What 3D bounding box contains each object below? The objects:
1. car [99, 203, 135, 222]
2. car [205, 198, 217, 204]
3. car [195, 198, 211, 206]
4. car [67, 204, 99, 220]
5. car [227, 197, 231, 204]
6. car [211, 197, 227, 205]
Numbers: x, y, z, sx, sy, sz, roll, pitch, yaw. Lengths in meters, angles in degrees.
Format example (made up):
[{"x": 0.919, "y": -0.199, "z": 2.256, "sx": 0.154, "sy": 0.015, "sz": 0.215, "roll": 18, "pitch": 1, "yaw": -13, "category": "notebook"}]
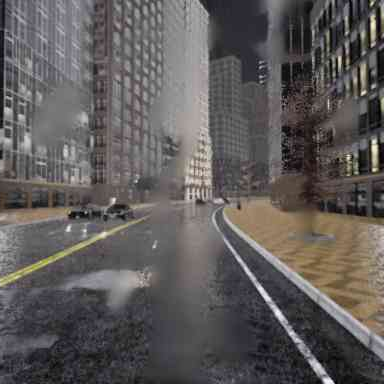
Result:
[{"x": -6.249, "y": 1.716, "z": 28.932, "sx": 1.812, "sy": 1.442, "sz": 4.674, "roll": 0, "pitch": -1, "yaw": 3, "category": "car"}, {"x": 4.338, "y": 1.964, "z": 76.023, "sx": 1.895, "sy": 1.301, "sz": 4.718, "roll": 0, "pitch": 0, "yaw": 15, "category": "car"}, {"x": 1.908, "y": 1.890, "z": 65.967, "sx": 1.837, "sy": 1.490, "sz": 4.892, "roll": 0, "pitch": 0, "yaw": 13, "category": "car"}, {"x": -9.446, "y": 1.800, "z": 29.978, "sx": 1.895, "sy": 1.301, "sz": 4.718, "roll": 0, "pitch": 0, "yaw": 3, "category": "car"}, {"x": 7.690, "y": 1.879, "z": 75.985, "sx": 1.837, "sy": 1.490, "sz": 4.892, "roll": 0, "pitch": 0, "yaw": 15, "category": "car"}, {"x": 5.280, "y": 1.903, "z": 66.177, "sx": 1.812, "sy": 1.442, "sz": 4.674, "roll": 0, "pitch": 0, "yaw": 13, "category": "car"}]
